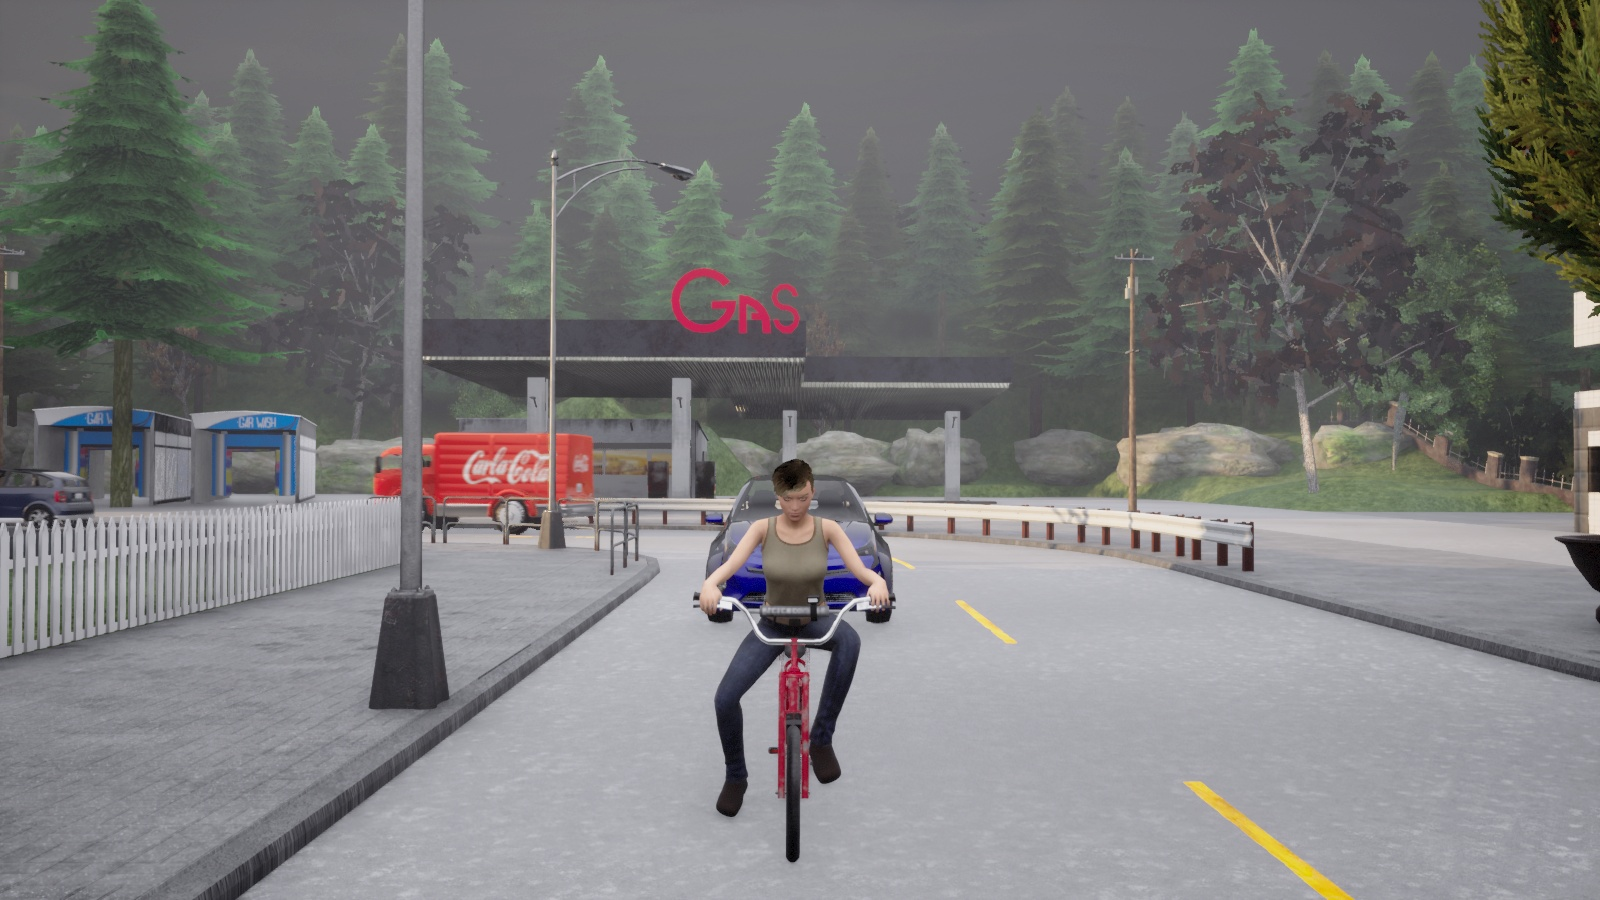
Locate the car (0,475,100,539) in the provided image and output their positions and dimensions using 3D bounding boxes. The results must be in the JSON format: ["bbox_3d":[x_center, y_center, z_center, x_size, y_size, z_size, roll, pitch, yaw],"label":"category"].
[{"bbox_3d":[-19.866,1.399,31.389,3.705,1.549,1.789,0,-1,0],"label":"car"}]

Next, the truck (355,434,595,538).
[{"bbox_3d":[-8.018,0.885,31.359,5.204,2.467,2.627,0,-1,7],"label":"truck"}]

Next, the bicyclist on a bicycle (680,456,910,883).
[{"bbox_3d":[-0.018,0.844,5.523,0.866,1.612,1.509,0,-1,0],"label":"bicyclist on a bicycle"}]

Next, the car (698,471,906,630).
[{"bbox_3d":[-0.022,1.002,14.357,2.007,1.525,4.514,0,-1,-1],"label":"car"}]
